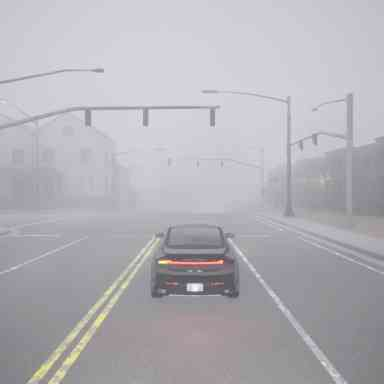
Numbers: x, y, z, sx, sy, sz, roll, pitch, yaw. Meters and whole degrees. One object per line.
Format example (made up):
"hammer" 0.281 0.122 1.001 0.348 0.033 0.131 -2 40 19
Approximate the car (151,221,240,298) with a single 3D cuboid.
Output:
"car" 0.077 1.505 8.528 1.837 1.490 4.892 0 0 1
